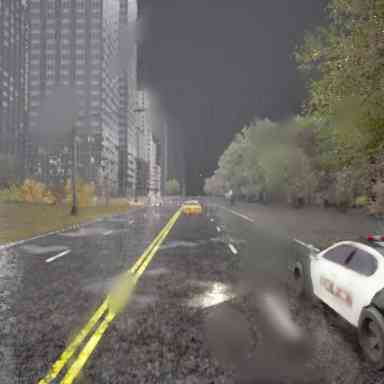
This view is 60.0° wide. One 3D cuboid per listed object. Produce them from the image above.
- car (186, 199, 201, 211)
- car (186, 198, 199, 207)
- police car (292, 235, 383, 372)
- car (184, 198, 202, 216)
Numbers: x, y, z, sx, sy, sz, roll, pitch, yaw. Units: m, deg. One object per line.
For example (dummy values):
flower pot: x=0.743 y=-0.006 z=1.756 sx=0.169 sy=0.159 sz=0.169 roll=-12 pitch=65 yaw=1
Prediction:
car: x=0.166 y=1.707 z=44.281 sx=1.812 sy=1.442 sz=4.674 roll=0 pitch=0 yaw=0
car: x=0.095 y=1.792 z=57.738 sx=2.033 sy=1.411 sz=5.357 roll=0 pitch=0 yaw=0
police car: x=3.246 y=1.497 z=5.763 sx=2.038 sy=1.542 sz=4.974 roll=-1 pitch=-1 yaw=0
car: x=0.056 y=1.596 z=34.459 sx=1.801 sy=1.575 sz=5.366 roll=0 pitch=0 yaw=0
